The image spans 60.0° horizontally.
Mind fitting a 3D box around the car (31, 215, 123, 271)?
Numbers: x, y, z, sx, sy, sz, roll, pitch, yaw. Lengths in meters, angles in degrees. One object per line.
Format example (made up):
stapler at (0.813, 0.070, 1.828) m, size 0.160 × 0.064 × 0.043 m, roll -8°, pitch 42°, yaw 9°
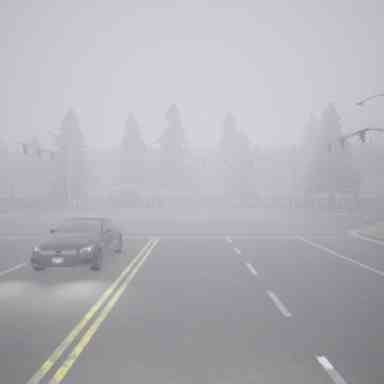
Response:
car at (-3.501, 1.533, 11.010) m, size 1.812 × 1.442 × 4.674 m, roll 0°, pitch 0°, yaw 0°
